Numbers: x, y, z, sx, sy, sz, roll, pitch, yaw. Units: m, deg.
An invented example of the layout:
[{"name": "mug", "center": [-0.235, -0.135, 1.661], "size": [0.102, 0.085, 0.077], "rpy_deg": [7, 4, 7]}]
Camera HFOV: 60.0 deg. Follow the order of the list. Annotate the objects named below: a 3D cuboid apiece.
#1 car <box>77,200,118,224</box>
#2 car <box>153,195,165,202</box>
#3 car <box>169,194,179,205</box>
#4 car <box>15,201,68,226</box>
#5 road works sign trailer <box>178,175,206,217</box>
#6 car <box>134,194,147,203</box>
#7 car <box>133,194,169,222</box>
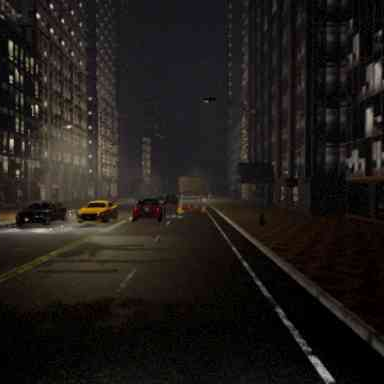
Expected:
[{"name": "car", "center": [-6.604, 1.365, 23.690], "size": [1.882, 1.535, 5.008], "rpy_deg": [0, 0, 0]}, {"name": "car", "center": [-6.524, 1.302, 65.710], "size": [1.895, 1.301, 4.718], "rpy_deg": [0, 0, 0]}, {"name": "car", "center": [-3.166, 1.112, 50.985], "size": [2.097, 1.767, 4.553], "rpy_deg": [0, 0, 0]}, {"name": "car", "center": [-9.853, 1.399, 22.205], "size": [1.837, 1.490, 4.892], "rpy_deg": [0, 0, 0]}, {"name": "road works sign trailer", "center": [-0.004, 0.325, 29.397], "size": [2.380, 3.560, 2.880], "rpy_deg": [0, 0, 1]}, {"name": "car", "center": [-9.783, 1.224, 63.651], "size": [1.812, 1.442, 4.674], "rpy_deg": [0, 0, 0]}, {"name": "car", "center": [-3.157, 1.232, 25.419], "size": [2.097, 1.767, 4.553], "rpy_deg": [0, 0, 0]}]
